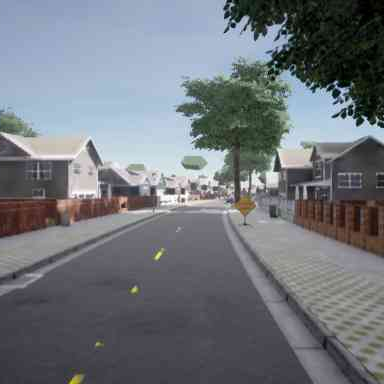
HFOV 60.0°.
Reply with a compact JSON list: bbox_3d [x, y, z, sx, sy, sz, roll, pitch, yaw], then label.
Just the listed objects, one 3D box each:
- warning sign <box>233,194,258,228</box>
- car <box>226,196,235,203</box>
[{"bbox_3d":[3.124,1.088,19.549,1.300,1.860,1.060,0,0,3],"label":"warning sign"},{"bbox_3d":[8.236,1.630,68.810,1.812,1.442,4.674,0,0,12],"label":"car"}]
